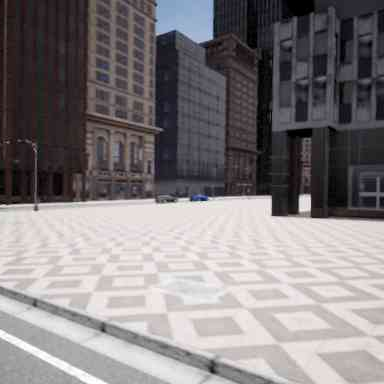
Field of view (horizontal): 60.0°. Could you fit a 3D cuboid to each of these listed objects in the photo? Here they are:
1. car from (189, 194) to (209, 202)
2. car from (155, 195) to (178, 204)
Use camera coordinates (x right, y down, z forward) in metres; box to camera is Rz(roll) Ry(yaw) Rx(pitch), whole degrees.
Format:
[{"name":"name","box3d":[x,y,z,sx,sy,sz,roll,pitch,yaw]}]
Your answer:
[{"name":"car","box3d":[1.428,1.209,65.419,1.882,1.535,5.008,1,1,35]},{"name":"car","box3d":[-4.348,1.267,57.170,2.128,1.511,4.902,1,1,36]}]
